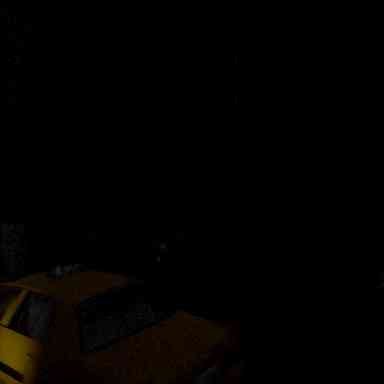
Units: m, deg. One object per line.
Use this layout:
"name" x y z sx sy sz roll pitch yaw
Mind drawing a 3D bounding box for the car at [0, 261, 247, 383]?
"car" -1.731 1.560 4.198 4.829 1.417 1.752 -1 0 36
